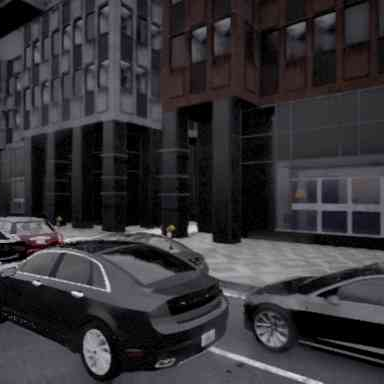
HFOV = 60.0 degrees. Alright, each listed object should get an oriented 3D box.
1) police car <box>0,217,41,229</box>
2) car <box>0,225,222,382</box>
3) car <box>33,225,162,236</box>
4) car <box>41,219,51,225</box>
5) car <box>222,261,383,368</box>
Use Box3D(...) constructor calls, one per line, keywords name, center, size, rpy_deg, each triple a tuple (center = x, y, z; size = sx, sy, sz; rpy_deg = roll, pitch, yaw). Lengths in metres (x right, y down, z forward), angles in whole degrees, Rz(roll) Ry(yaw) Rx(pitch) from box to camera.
Box3D(name="police car", center=(-6.606, 1.508, 9.285), size=(5.238, 1.638, 1.930), rpy_deg=(0, -1, 37))
Box3D(name="car", center=(-1.741, 1.567, 5.588), size=(4.892, 1.490, 1.837), rpy_deg=(0, -1, 37))
Box3D(name="car", center=(-1.677, 1.640, 7.939), size=(4.403, 1.369, 2.008), rpy_deg=(0, -1, 37))
Box3D(name="car", center=(-6.171, 1.548, 11.285), size=(4.097, 1.590, 1.967), rpy_deg=(0, -1, 37))
Box3D(name="car", center=(2.816, 1.637, 4.594), size=(4.313, 1.339, 1.947), rpy_deg=(0, -1, 37))
